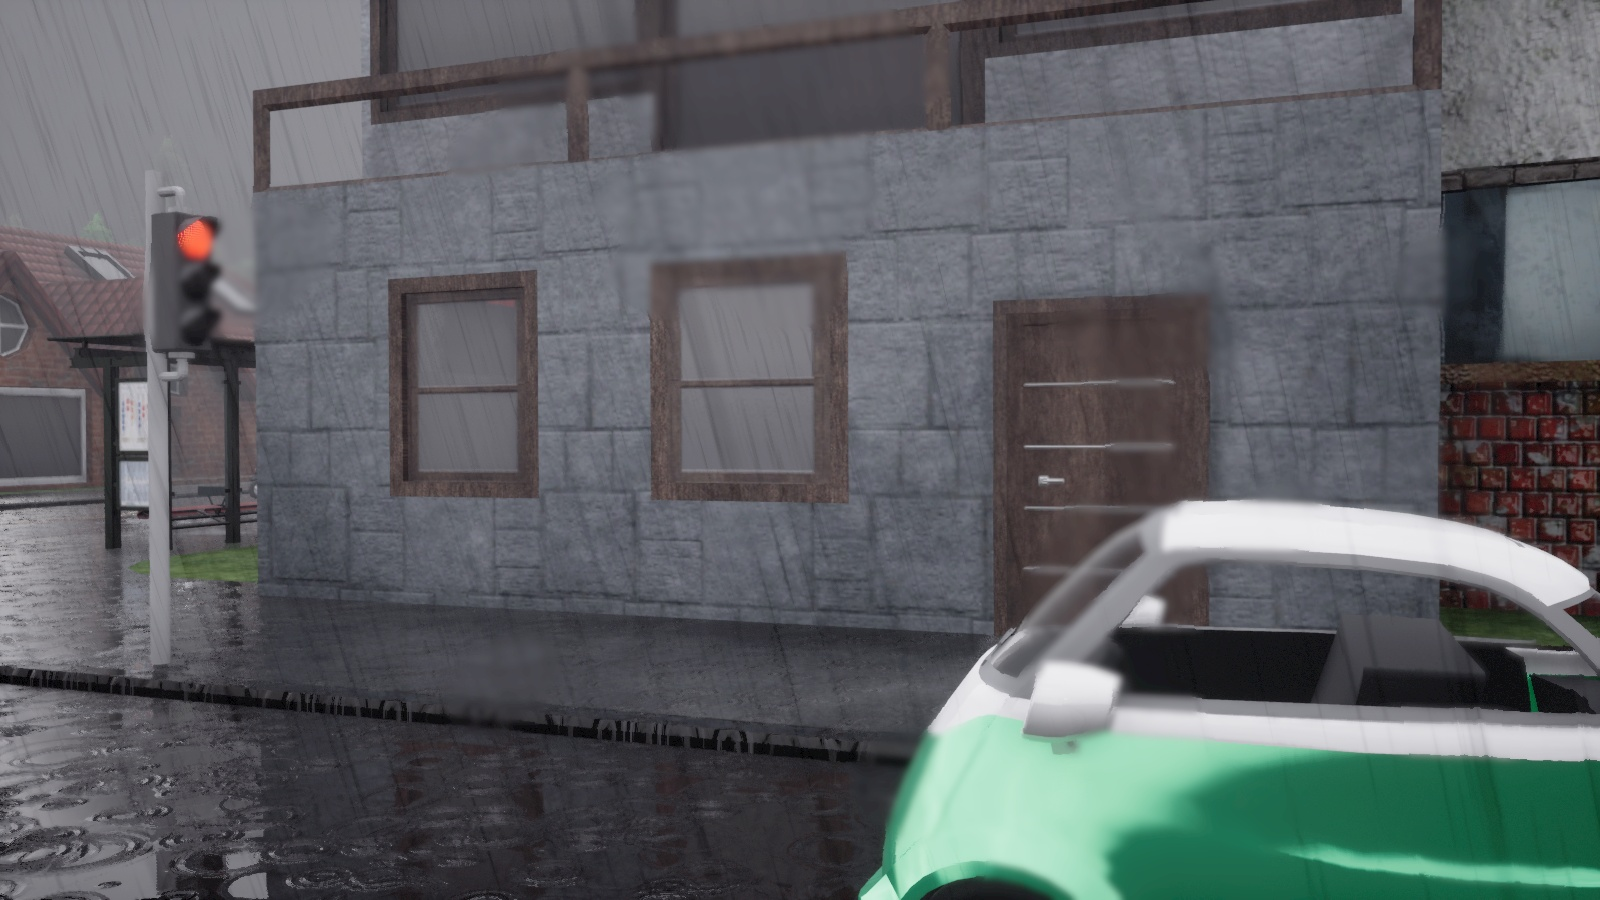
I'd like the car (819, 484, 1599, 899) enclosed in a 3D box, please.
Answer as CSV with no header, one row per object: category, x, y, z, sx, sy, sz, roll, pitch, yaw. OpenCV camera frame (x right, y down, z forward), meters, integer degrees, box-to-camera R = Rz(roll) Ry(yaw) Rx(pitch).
car,1.340,0.833,3.339,2.207,1.376,1.481,1,1,20
